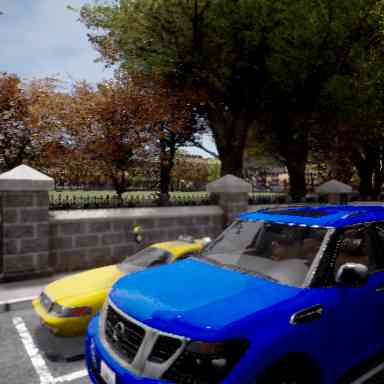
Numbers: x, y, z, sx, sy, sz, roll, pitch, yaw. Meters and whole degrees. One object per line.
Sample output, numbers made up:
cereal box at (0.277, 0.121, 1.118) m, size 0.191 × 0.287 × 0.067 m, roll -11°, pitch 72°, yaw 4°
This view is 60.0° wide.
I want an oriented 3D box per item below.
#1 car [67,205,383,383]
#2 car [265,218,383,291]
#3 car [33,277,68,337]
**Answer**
car at (1.524, 1.238, 4.475) m, size 5.566 × 2.045 × 2.150 m, roll 0°, pitch 0°, yaw -36°
car at (4.392, 1.593, 9.713) m, size 4.403 × 1.369 × 2.008 m, roll 0°, pitch 0°, yaw -36°
car at (-0.325, 1.540, 6.338) m, size 4.829 × 1.417 × 1.752 m, roll 0°, pitch 0°, yaw -36°
